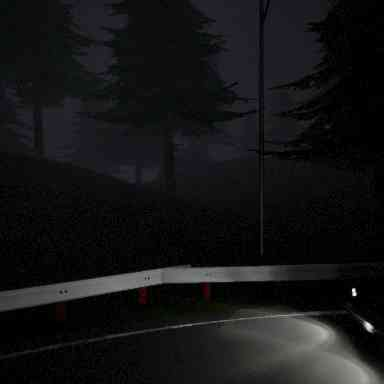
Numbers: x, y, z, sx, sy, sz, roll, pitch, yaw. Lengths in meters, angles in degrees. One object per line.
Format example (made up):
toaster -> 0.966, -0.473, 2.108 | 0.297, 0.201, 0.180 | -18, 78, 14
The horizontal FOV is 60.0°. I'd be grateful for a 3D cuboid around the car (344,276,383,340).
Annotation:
car -> 5.204, 1.555, 4.790 | 5.357, 1.411, 2.033 | 0, 0, 0
